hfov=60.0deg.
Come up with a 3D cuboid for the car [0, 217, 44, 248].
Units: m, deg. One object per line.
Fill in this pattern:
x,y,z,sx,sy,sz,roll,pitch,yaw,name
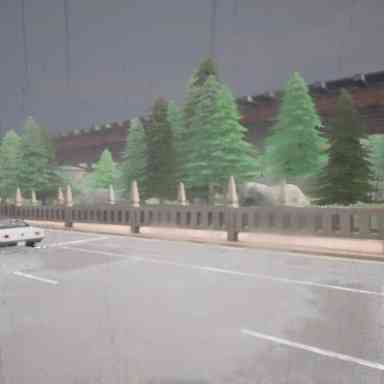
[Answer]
-8.504,1.747,14.362,4.718,1.301,1.895,-1,0,36,car
